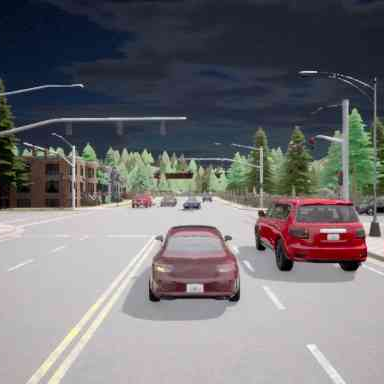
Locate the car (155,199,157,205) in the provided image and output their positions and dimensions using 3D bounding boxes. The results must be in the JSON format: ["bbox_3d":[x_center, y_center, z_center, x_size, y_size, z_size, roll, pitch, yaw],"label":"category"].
[{"bbox_3d":[-7.196,1.525,57.267,1.812,1.442,4.674,0,0,1],"label":"car"}]

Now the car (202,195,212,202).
[{"bbox_3d":[3.368,1.355,74.307,2.097,1.767,4.553,0,0,0],"label":"car"}]

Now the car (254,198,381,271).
[{"bbox_3d":[3.555,1.221,11.025,2.150,2.045,5.566,0,0,0],"label":"car"}]

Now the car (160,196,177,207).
[{"bbox_3d":[-3.693,1.352,51.144,2.097,1.767,4.553,0,0,0],"label":"car"}]

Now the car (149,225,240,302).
[{"bbox_3d":[0.048,1.526,8.144,1.812,1.442,4.674,0,0,0],"label":"car"}]

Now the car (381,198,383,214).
[{"bbox_3d":[18.267,1.352,32.413,4.553,1.767,2.097,0,0,0],"label":"car"}]

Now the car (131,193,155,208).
[{"bbox_3d":[-7.161,1.221,47.869,2.150,2.045,5.566,0,0,2],"label":"car"}]

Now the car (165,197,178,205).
[{"bbox_3d":[-3.690,1.564,59.752,1.994,1.385,4.181,0,0,0],"label":"car"}]

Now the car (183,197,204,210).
[{"bbox_3d":[0.057,1.601,41.942,1.895,1.301,4.718,0,0,5],"label":"car"}]
